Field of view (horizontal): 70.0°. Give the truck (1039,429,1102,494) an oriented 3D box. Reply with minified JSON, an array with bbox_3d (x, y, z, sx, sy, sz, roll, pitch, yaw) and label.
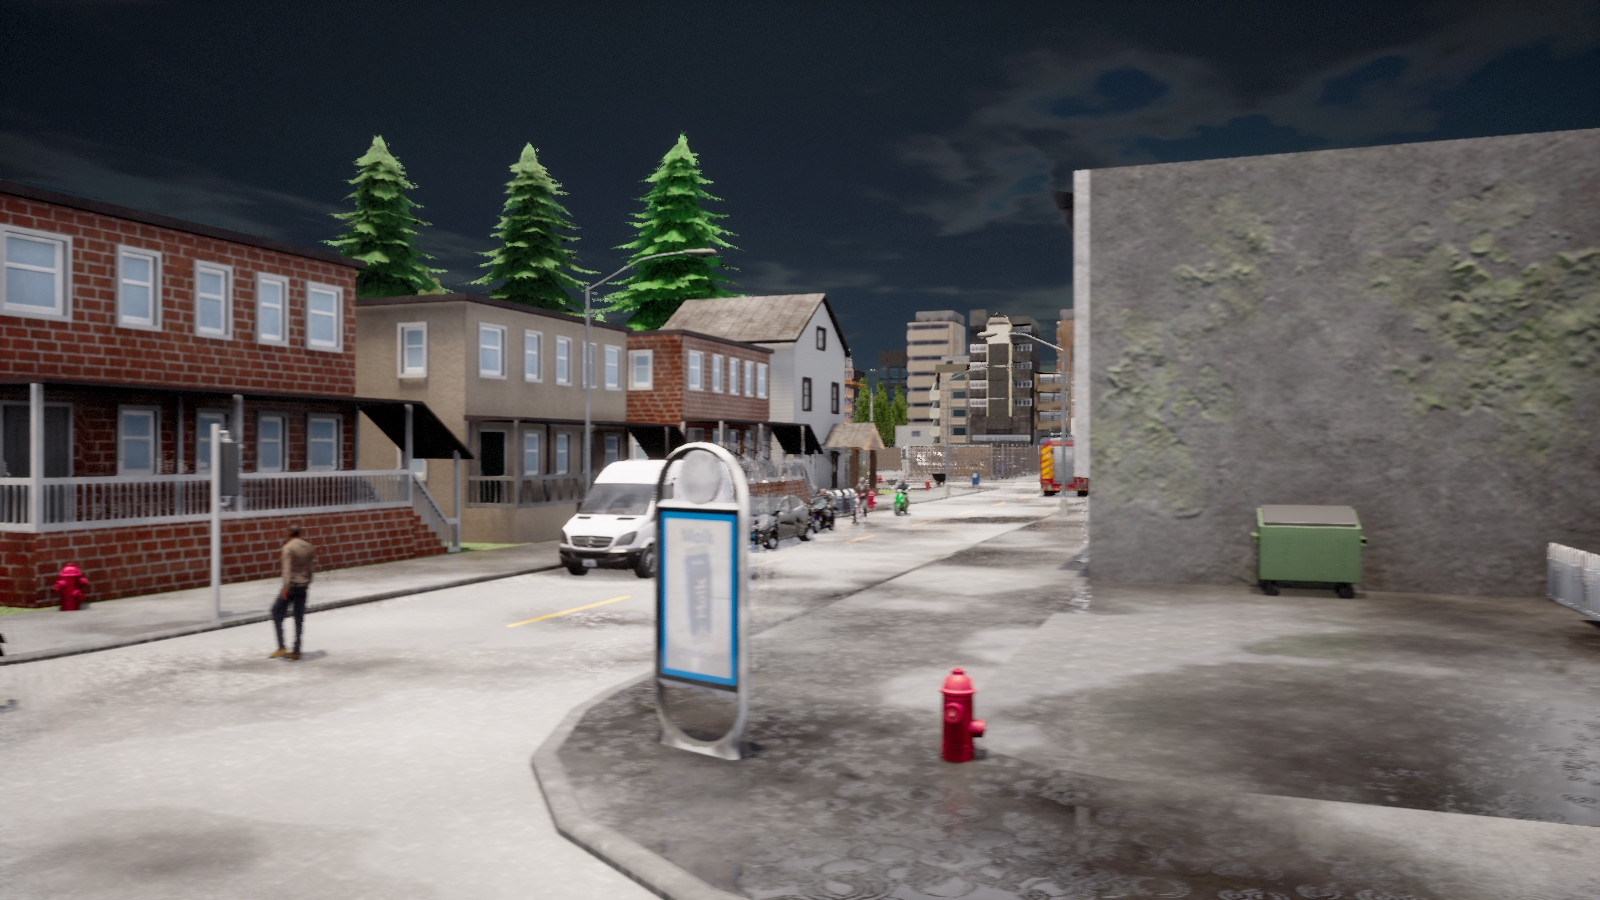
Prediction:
[{"bbox_3d":[17.146,0.672,72.040,2.891,3.827,8.468,0,0,20],"label":"truck"}]

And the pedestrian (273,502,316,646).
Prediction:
[{"bbox_3d":[-6.703,1.630,15.161,0.375,1.860,0.375,0,0,29],"label":"pedestrian"}]

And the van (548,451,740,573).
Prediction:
[{"bbox_3d":[-3.499,1.316,27.146,1.988,2.561,5.915,0,0,20],"label":"van"}]

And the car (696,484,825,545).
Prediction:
[{"bbox_3d":[-1.063,1.844,33.825,2.163,1.488,4.792,0,0,20],"label":"car"}]

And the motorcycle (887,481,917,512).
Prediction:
[{"bbox_3d":[4.372,1.963,48.765,0.856,1.236,1.805,0,0,20],"label":"motorcycle"}]
